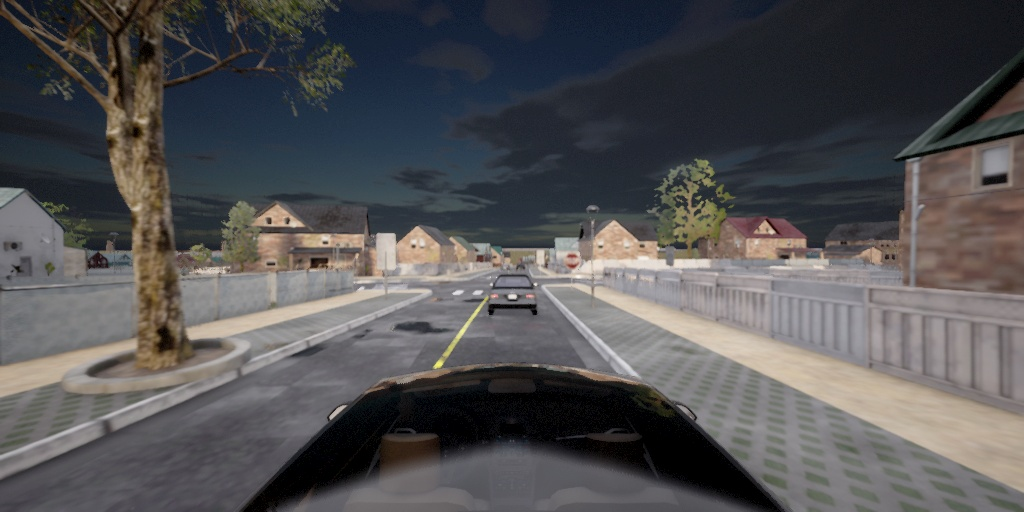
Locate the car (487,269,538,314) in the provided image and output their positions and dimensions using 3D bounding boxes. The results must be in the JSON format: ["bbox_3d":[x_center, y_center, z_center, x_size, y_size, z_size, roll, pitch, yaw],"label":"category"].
[{"bbox_3d":[0.055,1.419,14.362,2.033,1.411,5.357,0,-1,1],"label":"car"}]

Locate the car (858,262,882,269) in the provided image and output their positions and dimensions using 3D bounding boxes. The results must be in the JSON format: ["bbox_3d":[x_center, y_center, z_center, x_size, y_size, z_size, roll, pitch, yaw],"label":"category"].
[{"bbox_3d":[45.549,1.434,45.660,4.718,1.301,1.895,0,2,-16],"label":"car"}]
